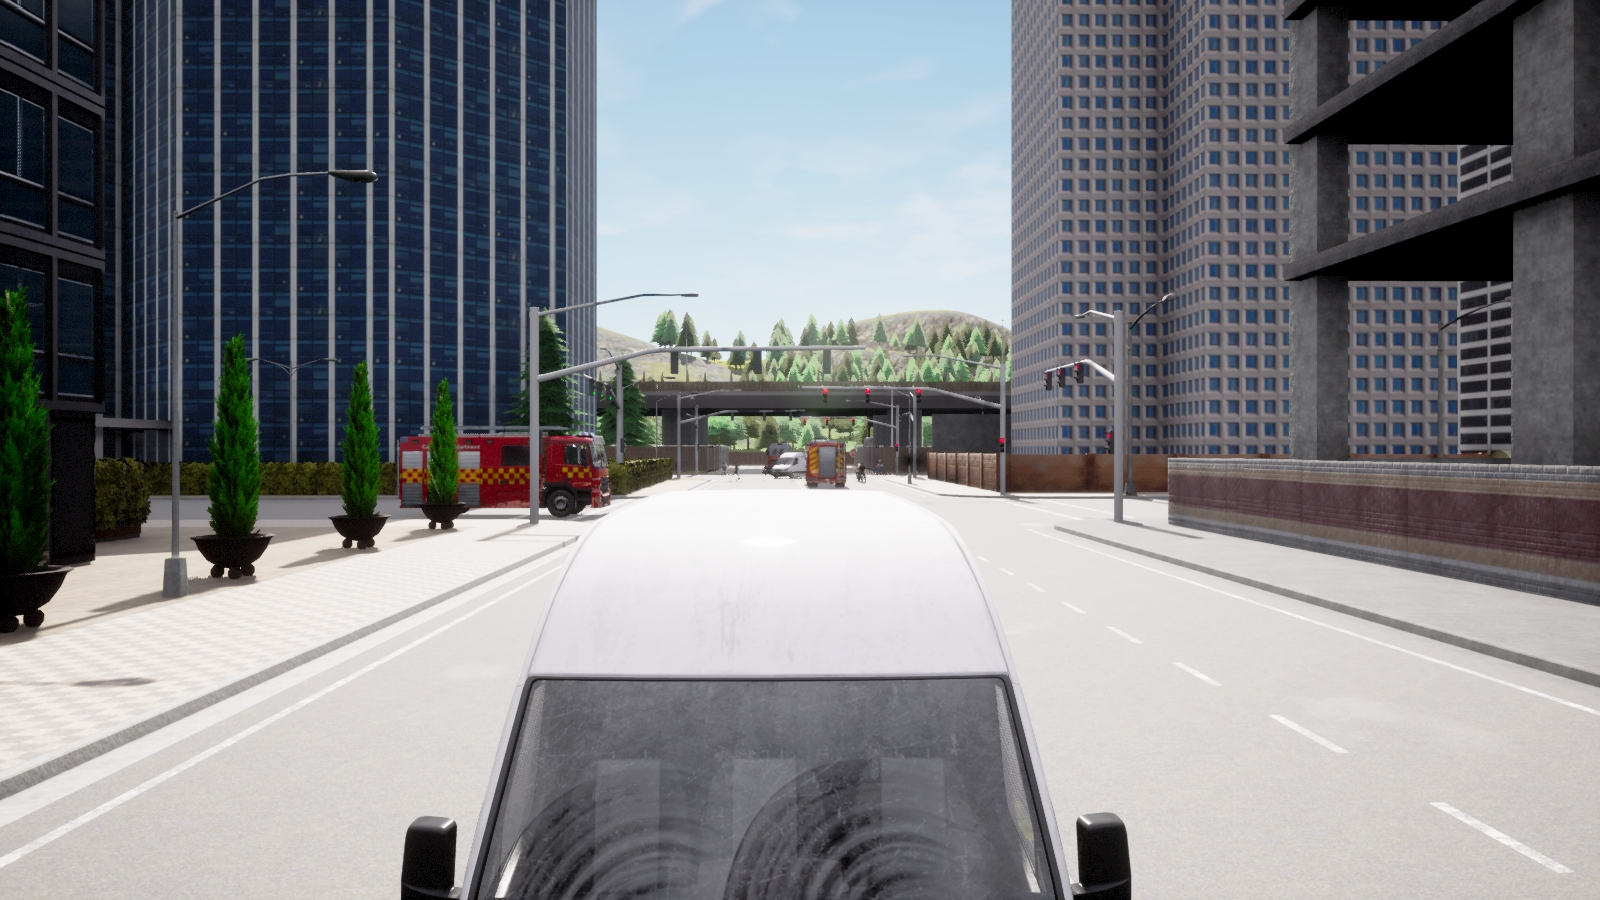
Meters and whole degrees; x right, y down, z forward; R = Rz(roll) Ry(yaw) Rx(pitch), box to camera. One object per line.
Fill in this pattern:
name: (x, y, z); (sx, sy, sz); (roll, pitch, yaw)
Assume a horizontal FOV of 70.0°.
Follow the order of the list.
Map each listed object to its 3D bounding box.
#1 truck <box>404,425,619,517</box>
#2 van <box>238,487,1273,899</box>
truck: (-12.239, 0.890, 48.946); (8.468, 3.827, 2.891); (0, 0, 0)
van: (-0.128, 1.535, 5.152); (1.988, 2.561, 5.915); (0, 0, -1)
